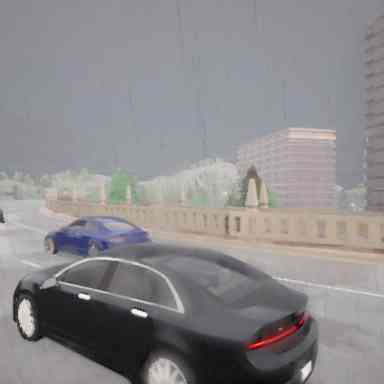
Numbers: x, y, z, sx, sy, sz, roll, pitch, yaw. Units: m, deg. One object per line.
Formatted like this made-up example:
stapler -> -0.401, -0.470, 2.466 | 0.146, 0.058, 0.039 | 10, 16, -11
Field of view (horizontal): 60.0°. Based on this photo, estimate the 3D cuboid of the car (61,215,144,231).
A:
car -> -3.320, 1.541, 11.526 | 4.674, 1.442, 1.812 | 0, 0, 42

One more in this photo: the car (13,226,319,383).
car -> -0.770, 1.515, 4.801 | 4.892, 1.490, 1.837 | 0, 0, 38

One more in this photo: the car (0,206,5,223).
car -> -15.267, 1.520, 24.900 | 1.812, 1.442, 4.674 | 0, 0, -37
